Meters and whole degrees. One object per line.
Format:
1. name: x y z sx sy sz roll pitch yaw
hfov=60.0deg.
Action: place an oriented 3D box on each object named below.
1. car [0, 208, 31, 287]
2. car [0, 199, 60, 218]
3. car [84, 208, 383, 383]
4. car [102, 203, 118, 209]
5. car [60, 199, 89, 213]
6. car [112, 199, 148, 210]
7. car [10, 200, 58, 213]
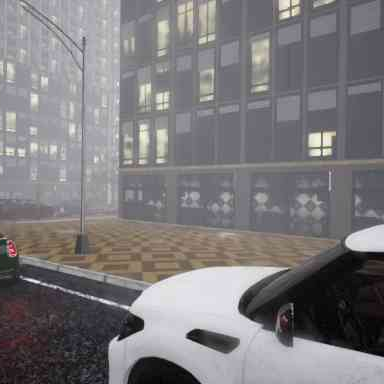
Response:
1. car: -6.211 1.348 8.090 4.553 1.767 2.097 0 0 35
2. car: -15.170 1.519 30.206 2.192 1.841 5.009 1 0 36
3. car: 1.864 1.222 2.352 5.566 2.045 2.150 0 0 36
4. car: -8.386 1.830 39.428 1.752 1.417 4.829 1 0 36
5. car: -14.899 1.689 40.329 1.837 1.490 4.892 1 0 37
6. car: -8.965 1.763 48.382 2.128 1.511 4.902 1 0 36
7. car: -18.681 1.642 39.576 1.752 1.417 4.829 1 0 36
